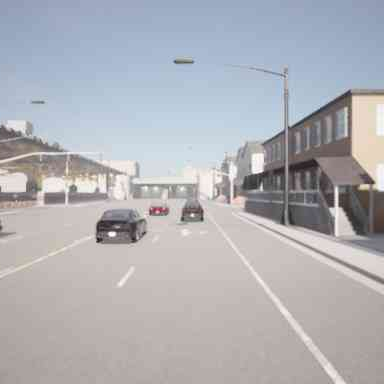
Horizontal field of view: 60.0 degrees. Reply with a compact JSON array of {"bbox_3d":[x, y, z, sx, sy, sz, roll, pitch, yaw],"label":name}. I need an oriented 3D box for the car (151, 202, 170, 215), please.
[{"bbox_3d":[-3.415,1.719,35.257,1.895,1.301,4.718,0,0,0],"label":"car"}]

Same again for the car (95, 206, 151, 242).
[{"bbox_3d":[-3.402,1.560,16.592,1.837,1.490,4.892,0,0,0],"label":"car"}]

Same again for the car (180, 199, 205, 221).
[{"bbox_3d":[0.059,1.597,28.307,1.837,1.490,4.892,0,-1,0],"label":"car"}]

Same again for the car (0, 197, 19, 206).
[{"bbox_3d":[-30.762,1.477,54.147,1.853,1.218,4.536,0,0,29],"label":"car"}]

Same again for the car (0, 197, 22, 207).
[{"bbox_3d":[-30.738,1.635,54.193,2.038,1.542,4.974,0,0,29],"label":"car"}]

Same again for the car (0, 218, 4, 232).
[{"bbox_3d":[-10.501,1.597,14.577,2.033,1.411,5.357,0,0,0],"label":"car"}]

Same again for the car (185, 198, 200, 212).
[{"bbox_3d":[0.078,1.623,42.890,1.882,1.535,5.008,0,0,0],"label":"car"}]
